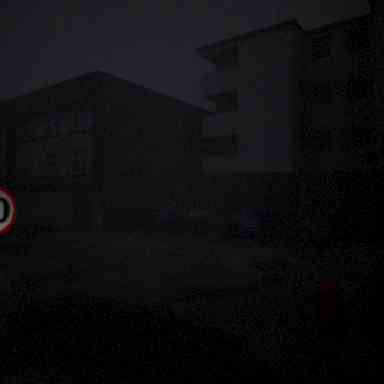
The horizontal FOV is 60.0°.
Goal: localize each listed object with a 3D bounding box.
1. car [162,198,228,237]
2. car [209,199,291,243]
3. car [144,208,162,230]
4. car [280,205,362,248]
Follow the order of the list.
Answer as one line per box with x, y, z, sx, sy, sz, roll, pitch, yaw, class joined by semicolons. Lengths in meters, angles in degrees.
0.671;1.252;17.600;3.866;1.878;1.905;0;0;-44;car
3.329;1.354;15.986;4.611;1.667;2.242;0;0;-44;car
-1.052;1.425;19.330;3.633;1.501;1.845;0;0;-44;car
5.813;1.419;14.385;4.193;1.474;1.816;0;0;-44;car
